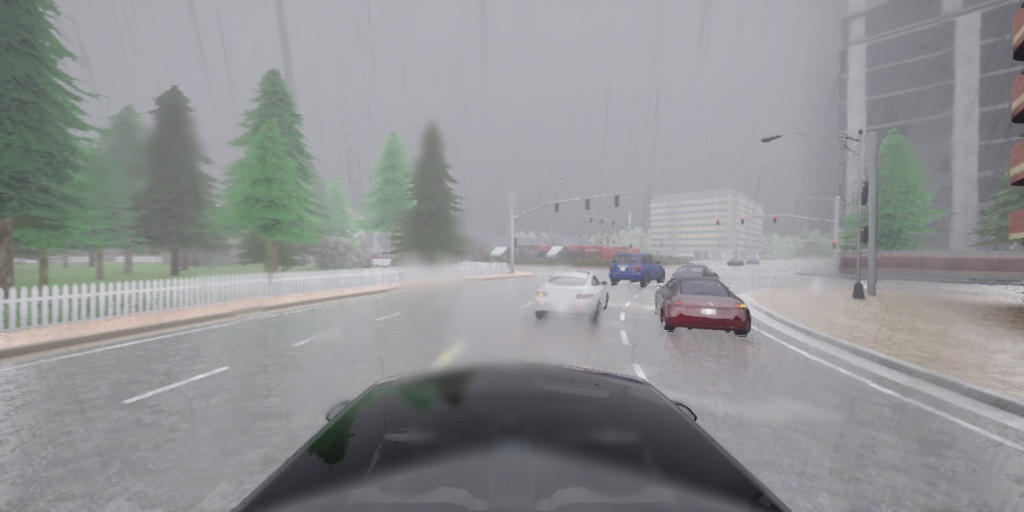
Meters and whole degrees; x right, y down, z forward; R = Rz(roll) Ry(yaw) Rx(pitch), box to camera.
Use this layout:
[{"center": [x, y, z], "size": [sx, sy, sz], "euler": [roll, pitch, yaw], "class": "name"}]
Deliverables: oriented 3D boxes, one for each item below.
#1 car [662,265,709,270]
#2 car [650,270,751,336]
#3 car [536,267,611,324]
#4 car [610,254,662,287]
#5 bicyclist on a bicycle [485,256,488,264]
[{"center": [10.778, 1.230, 21.053], "size": [2.033, 1.411, 5.357], "euler": [1, 1, 38], "class": "car"}, {"center": [5.333, 1.287, 10.508], "size": [1.994, 1.385, 4.181], "euler": [1, 1, 18], "class": "car"}, {"center": [2.069, 1.214, 11.745], "size": [1.812, 1.442, 4.674], "euler": [1, 0, 19], "class": "car"}, {"center": [8.218, 0.866, 23.410], "size": [2.150, 2.045, 5.566], "euler": [1, 1, 38], "class": "car"}, {"center": [-3.908, 0.807, 55.139], "size": [0.582, 1.620, 1.656], "euler": [0, 1, -9], "class": "bicyclist on a bicycle"}]
